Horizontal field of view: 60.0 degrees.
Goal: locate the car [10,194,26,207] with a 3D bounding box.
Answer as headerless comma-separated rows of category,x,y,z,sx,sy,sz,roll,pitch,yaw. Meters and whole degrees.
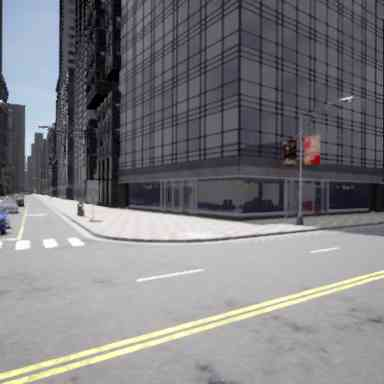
car,-27.128,1.330,51.536,2.150,2.045,5.566,0,0,-26

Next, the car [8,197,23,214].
car,-19.475,1.557,35.491,2.033,1.411,5.357,0,0,-26

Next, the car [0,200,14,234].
car,-11.423,1.480,18.825,1.882,1.535,5.008,0,0,-25
